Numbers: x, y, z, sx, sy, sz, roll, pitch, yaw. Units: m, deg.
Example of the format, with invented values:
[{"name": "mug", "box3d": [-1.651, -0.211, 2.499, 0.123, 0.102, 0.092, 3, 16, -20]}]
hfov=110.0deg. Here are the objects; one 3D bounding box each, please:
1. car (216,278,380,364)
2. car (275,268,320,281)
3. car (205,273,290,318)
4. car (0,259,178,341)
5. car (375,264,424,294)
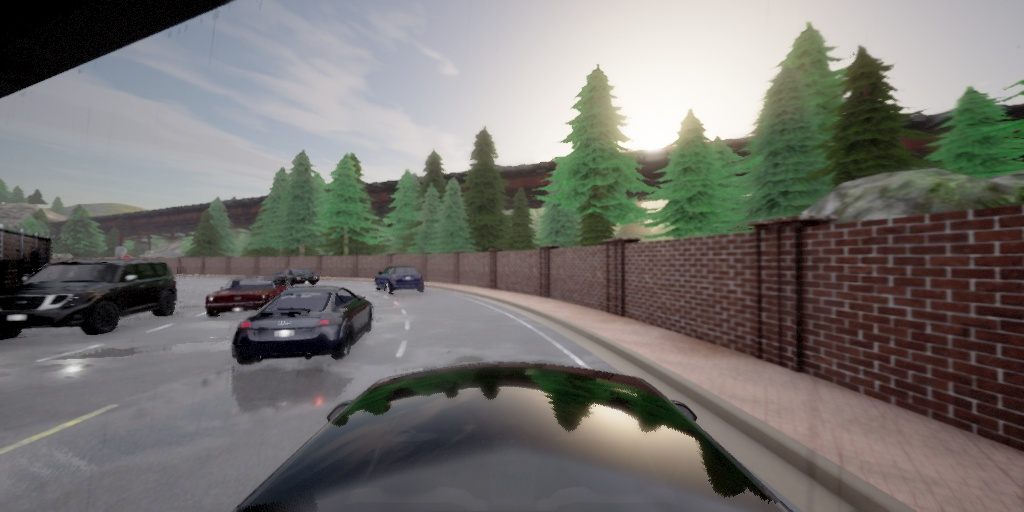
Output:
[{"name": "car", "box3d": [-4.577, 1.407, 8.492, 1.994, 1.385, 4.181, 0, -1, -12]}, {"name": "car", "box3d": [-17.198, 1.715, 28.376, 4.718, 1.301, 1.895, -1, -1, 38]}, {"name": "car", "box3d": [-10.258, 1.529, 14.125, 1.895, 1.301, 4.718, 0, -1, -26]}, {"name": "car", "box3d": [-12.622, 1.124, 10.958, 2.150, 2.045, 5.566, 0, -1, -22]}, {"name": "car", "box3d": [-7.236, 1.364, 22.704, 2.097, 1.767, 4.553, 0, -1, -34]}]
